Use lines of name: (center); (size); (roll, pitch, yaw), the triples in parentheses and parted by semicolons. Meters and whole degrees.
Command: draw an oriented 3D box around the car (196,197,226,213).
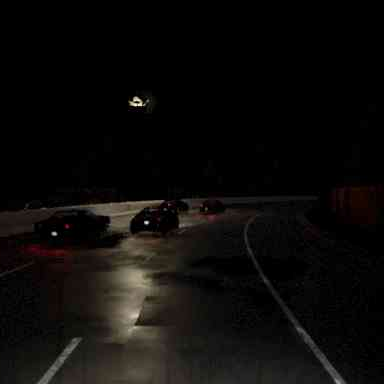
car: (2.214, 1.467, 35.325); (1.812, 1.442, 4.674); (0, 0, 19)

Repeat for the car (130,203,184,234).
car: (-2.010, 1.532, 19.034); (1.994, 1.385, 4.181); (0, 0, 9)

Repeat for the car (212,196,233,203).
car: (6.029, 1.492, 64.934); (1.895, 1.301, 4.718); (0, 0, 36)

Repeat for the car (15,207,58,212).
car: (-11.396, 1.308, 26.628); (2.097, 1.767, 4.553); (0, 0, 13)

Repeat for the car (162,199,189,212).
car: (-1.785, 1.448, 34.398); (1.837, 1.490, 4.892); (0, 0, 18)

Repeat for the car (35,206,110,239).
car: (-5.881, 1.572, 17.114); (1.895, 1.301, 4.718); (0, 0, 7)

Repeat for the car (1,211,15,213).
car: (-14.409, 1.443, 29.146); (2.128, 1.511, 4.902); (0, 0, 14)

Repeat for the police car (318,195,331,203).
police car: (26.847, 1.317, 65.936); (1.930, 1.638, 5.238); (0, 0, 45)
